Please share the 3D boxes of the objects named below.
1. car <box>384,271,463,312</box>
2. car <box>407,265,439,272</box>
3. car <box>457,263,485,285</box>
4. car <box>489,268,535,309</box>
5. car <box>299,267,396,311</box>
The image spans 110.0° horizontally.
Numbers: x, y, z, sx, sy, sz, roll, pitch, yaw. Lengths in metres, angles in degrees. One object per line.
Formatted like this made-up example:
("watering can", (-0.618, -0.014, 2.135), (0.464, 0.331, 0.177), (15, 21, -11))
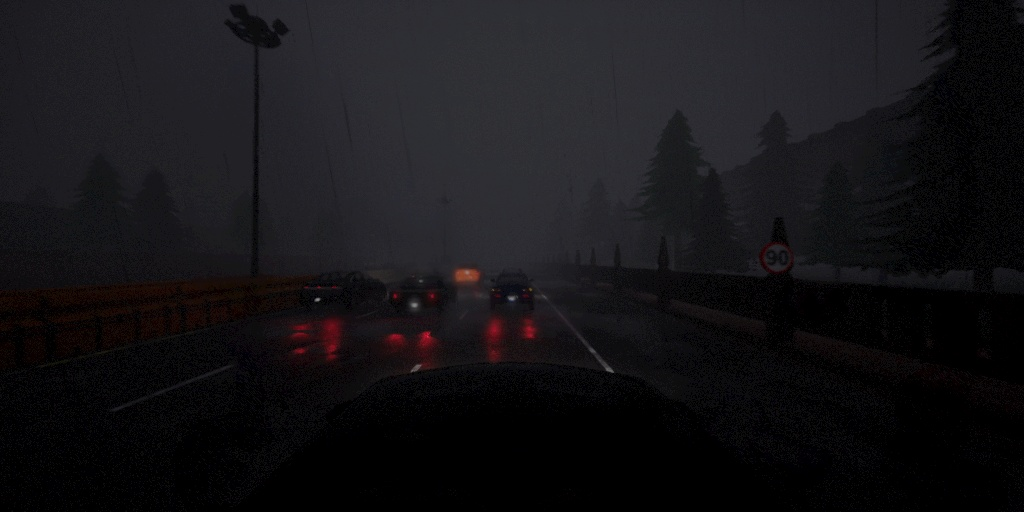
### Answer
("car", (-3.483, 1.497, 15.078), (1.895, 1.301, 4.718), (0, -1, 0))
("car", (-6.979, 1.660, 30.079), (1.895, 1.301, 4.718), (0, -1, 0))
("car", (-3.476, 1.412, 30.257), (2.097, 1.767, 4.553), (0, -1, 0))
("car", (0.024, 1.428, 15.724), (1.812, 1.442, 4.674), (0, 0, 0))
("car", (-6.980, 1.391, 15.333), (2.128, 1.511, 4.902), (0, 0, 0))
